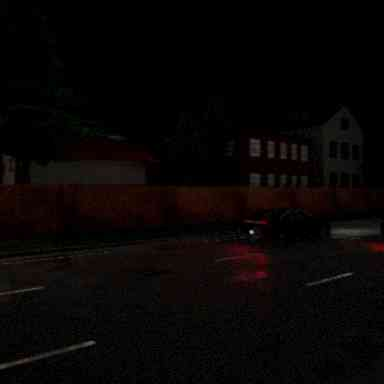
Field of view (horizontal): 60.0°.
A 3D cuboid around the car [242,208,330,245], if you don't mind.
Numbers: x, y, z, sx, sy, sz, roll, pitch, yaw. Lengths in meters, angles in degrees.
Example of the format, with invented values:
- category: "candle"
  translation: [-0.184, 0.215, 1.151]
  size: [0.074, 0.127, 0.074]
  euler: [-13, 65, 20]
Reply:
- category: "car"
  translation: [4.517, 1.487, 15.570]
  size: [4.902, 1.511, 2.128]
  euler: [0, 0, -36]

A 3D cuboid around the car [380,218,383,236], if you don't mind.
- category: "car"
  translation: [10.928, 1.469, 15.845]
  size: [5.008, 1.535, 1.882]
  euler: [0, 0, -36]
